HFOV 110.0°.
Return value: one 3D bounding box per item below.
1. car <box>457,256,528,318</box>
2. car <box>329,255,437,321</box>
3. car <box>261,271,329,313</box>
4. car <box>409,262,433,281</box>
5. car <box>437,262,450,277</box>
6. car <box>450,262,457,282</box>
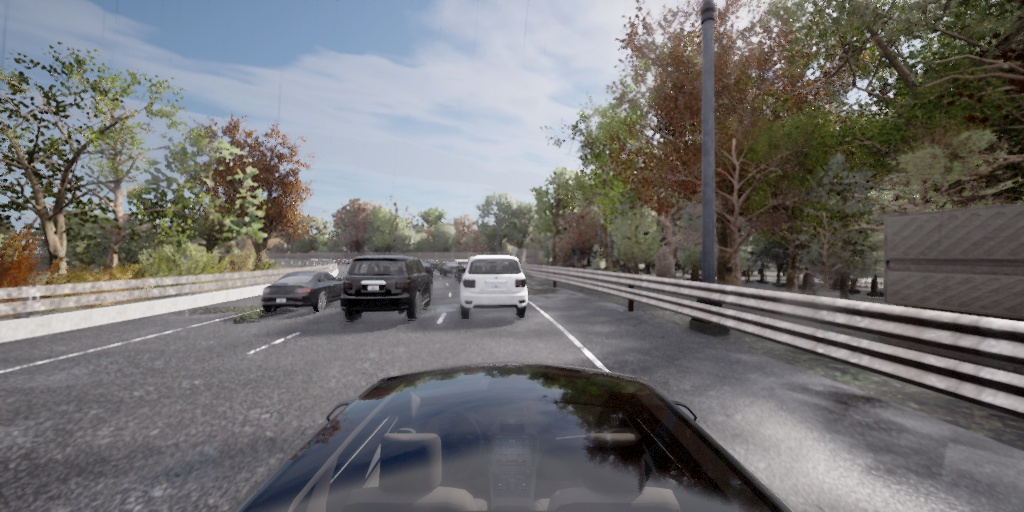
[{"bbox_3d":[-0.794,1.004,13.448,2.150,2.045,5.566,0,0,-7],"label":"car"},{"bbox_3d":[-4.183,1.003,12.776,2.150,2.045,5.566,0,0,-6],"label":"car"},{"bbox_3d":[-7.916,1.313,14.133,1.812,1.442,4.674,0,0,-7],"label":"car"},{"bbox_3d":[-8.332,1.316,32.661,1.882,1.535,5.008,0,0,-17],"label":"car"},{"bbox_3d":[-6.530,1.377,37.963,1.812,1.442,4.674,0,0,-19],"label":"car"},{"bbox_3d":[-3.421,1.370,27.740,2.033,1.411,5.357,0,0,-13],"label":"car"}]
